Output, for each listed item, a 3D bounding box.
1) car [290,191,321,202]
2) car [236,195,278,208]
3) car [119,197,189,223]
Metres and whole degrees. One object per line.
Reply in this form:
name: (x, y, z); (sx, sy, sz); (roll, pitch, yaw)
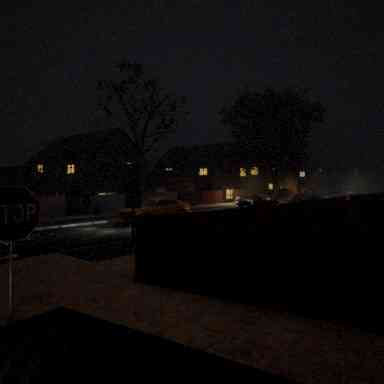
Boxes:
car: (13.572, 0.630, 39.390); (2.033, 1.411, 5.357); (1, 2, 41)
car: (5.975, 0.933, 30.522); (1.895, 1.301, 4.718); (1, 2, 40)
car: (-2.271, 1.091, 20.828); (1.882, 1.535, 5.008); (1, 2, 40)
